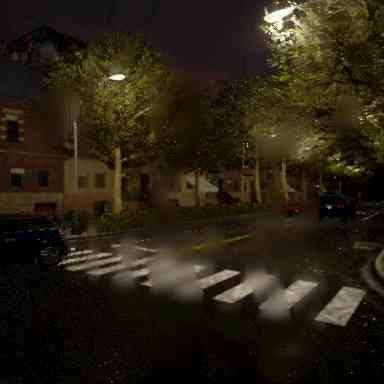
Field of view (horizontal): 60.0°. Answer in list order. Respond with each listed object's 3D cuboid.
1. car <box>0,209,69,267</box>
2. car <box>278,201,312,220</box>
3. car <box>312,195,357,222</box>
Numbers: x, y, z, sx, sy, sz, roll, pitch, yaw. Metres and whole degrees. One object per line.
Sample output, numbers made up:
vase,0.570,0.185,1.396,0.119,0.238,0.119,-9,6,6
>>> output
car,-6.280,1.465,10.142,4.553,1.767,2.097,0,-1,-36
car,9.379,1.577,30.008,1.882,1.535,5.008,-1,-1,35
car,11.914,1.282,27.259,2.150,2.045,5.566,-1,-1,35
